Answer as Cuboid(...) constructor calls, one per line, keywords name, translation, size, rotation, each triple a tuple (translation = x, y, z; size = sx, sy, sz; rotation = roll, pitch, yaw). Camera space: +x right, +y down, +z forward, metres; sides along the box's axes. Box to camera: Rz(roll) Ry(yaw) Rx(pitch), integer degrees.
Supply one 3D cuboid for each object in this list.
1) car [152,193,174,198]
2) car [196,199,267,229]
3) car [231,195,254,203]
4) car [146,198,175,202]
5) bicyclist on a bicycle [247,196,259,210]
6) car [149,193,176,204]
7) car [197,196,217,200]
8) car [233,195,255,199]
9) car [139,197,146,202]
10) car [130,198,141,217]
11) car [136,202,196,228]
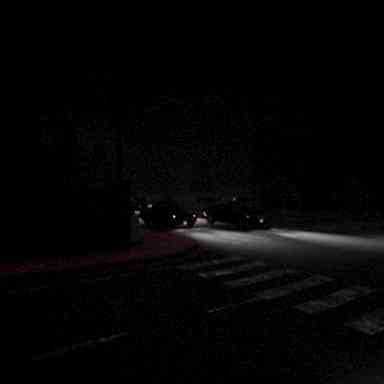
Cuboid(name="car", translation=(-4.573, 1.429, 56.839), size=(2.128, 1.511, 4.902), rotation=(0, 0, 22))
Cuboid(name="car", translation=(2.692, 1.432, 21.547), size=(2.128, 1.511, 4.902), rotation=(0, 0, -35))
Cuboid(name="car", translation=(10.618, 1.456, 69.706), size=(4.674, 1.442, 1.812), rotation=(0, 0, -35))
Cuboid(name="car", translation=(-2.115, 1.505, 29.053), size=(1.994, 1.385, 4.181), rotation=(0, 0, -30))
Cuboid(name="bicyclist on a bicycle", translation=(6.719, 1.238, 36.945), size=(1.656, 1.620, 0.582), rotation=(0, 0, -25))
Cuboid(name="car", translation=(-5.513, 1.154, 63.280), size=(2.150, 2.045, 5.566), rotation=(0, 0, 31))
Cuboid(name="car", translation=(2.935, 1.412, 63.097), size=(1.882, 1.535, 5.008), rotation=(0, 0, 40))
Cuboid(name="car", translation=(10.722, 1.410, 65.451), size=(5.008, 1.535, 1.882), rotation=(0, 0, -35))
Cuboid(name="car", translation=(-6.294, 1.445, 40.199), size=(1.837, 1.490, 4.892), rotation=(0, 0, -8))
Cuboid(name="car", translation=(-6.633, 1.489, 29.993), size=(2.033, 1.411, 5.357), rotation=(0, 0, -26))
Cuboid(name="car", translation=(-1.614, 1.542, 21.740), size=(1.895, 1.301, 4.718), rotation=(0, 0, -33))
